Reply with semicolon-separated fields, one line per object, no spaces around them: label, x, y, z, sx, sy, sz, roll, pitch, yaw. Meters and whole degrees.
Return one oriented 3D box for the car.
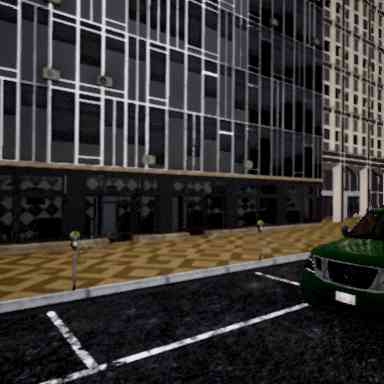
car;4.559;1.277;6.626;5.566;2.045;2.150;1;0;-36
